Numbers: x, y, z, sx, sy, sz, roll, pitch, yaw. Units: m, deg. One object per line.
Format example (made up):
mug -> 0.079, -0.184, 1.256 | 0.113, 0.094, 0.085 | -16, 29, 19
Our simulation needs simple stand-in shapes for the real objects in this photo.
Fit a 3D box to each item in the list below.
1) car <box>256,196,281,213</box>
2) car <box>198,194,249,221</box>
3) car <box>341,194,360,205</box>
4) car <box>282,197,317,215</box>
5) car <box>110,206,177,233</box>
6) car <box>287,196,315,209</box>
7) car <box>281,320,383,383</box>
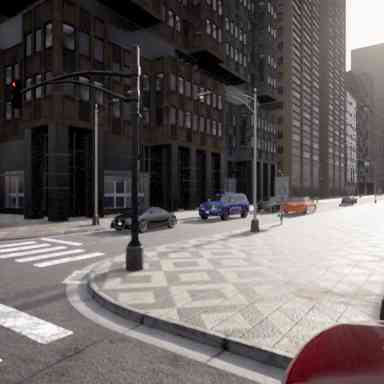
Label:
car -> 8.380, 1.265, 35.254 | 2.097, 1.767, 4.553 | 0, 0, 35
car -> 2.748, 1.157, 27.295 | 2.150, 2.045, 5.566 | 0, 0, 35
car -> 25.719, 1.350, 54.280 | 2.128, 1.511, 4.902 | 0, 0, 35
car -> 11.037, 1.273, 33.487 | 2.097, 1.767, 4.553 | 0, 0, 35
car -> -2.732, 1.520, 19.526 | 1.994, 1.385, 4.181 | 0, 0, 35
car -> 14.358, 1.381, 43.664 | 2.128, 1.511, 4.902 | 0, 0, 35
car -> 2.705, 1.316, 1.032 | 5.009, 1.841, 2.192 | 0, 0, 35
